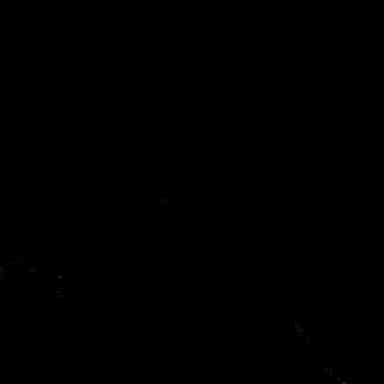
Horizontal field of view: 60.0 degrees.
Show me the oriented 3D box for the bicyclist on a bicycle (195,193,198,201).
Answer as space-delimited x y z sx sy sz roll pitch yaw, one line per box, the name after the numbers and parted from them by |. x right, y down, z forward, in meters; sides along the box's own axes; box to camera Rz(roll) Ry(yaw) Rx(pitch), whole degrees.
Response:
0.966 1.172 76.513 0.659 1.776 1.843 0 0 0 | bicyclist on a bicycle

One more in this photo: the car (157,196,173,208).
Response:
-3.585 1.317 45.191 1.882 1.535 5.008 0 0 0 | car

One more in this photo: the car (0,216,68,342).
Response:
-3.599 1.345 4.924 2.097 1.767 4.553 0 0 0 | car

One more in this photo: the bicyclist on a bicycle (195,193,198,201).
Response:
0.966 1.168 67.504 0.659 1.776 1.843 0 0 0 | bicyclist on a bicycle

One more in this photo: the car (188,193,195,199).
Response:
0.006 1.193 87.658 1.837 1.490 4.892 0 0 0 | car
